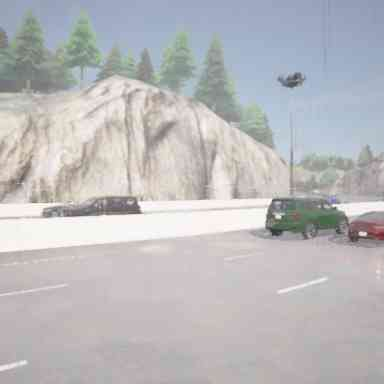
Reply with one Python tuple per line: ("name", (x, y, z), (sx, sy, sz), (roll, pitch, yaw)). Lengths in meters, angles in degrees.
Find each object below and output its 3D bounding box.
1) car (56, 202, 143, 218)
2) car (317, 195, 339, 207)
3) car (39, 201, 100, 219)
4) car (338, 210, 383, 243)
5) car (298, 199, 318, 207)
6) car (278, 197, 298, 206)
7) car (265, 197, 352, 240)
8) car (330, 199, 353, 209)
("car", (-5.901, 1.299, 21.594), (5.566, 2.045, 2.150), (0, 0, -38))
("car", (22.992, 1.457, 56.055), (2.150, 2.045, 5.566), (0, 0, 38))
("car", (-11.282, 1.600, 30.745), (4.902, 1.511, 2.128), (0, 0, -39))
("car", (8.900, 1.593, 15.442), (4.674, 1.442, 1.812), (0, 0, -41))
("car", (20.284, 1.843, 58.252), (1.895, 1.301, 4.718), (0, 0, 38))
("car", (17.514, 1.751, 60.429), (1.837, 1.490, 4.892), (0, 0, 38))
("car", (6.175, 1.295, 17.668), (5.566, 2.045, 2.150), (0, 0, -40))
("car", (22.264, 1.811, 49.494), (1.895, 1.301, 4.718), (0, 0, 39))
